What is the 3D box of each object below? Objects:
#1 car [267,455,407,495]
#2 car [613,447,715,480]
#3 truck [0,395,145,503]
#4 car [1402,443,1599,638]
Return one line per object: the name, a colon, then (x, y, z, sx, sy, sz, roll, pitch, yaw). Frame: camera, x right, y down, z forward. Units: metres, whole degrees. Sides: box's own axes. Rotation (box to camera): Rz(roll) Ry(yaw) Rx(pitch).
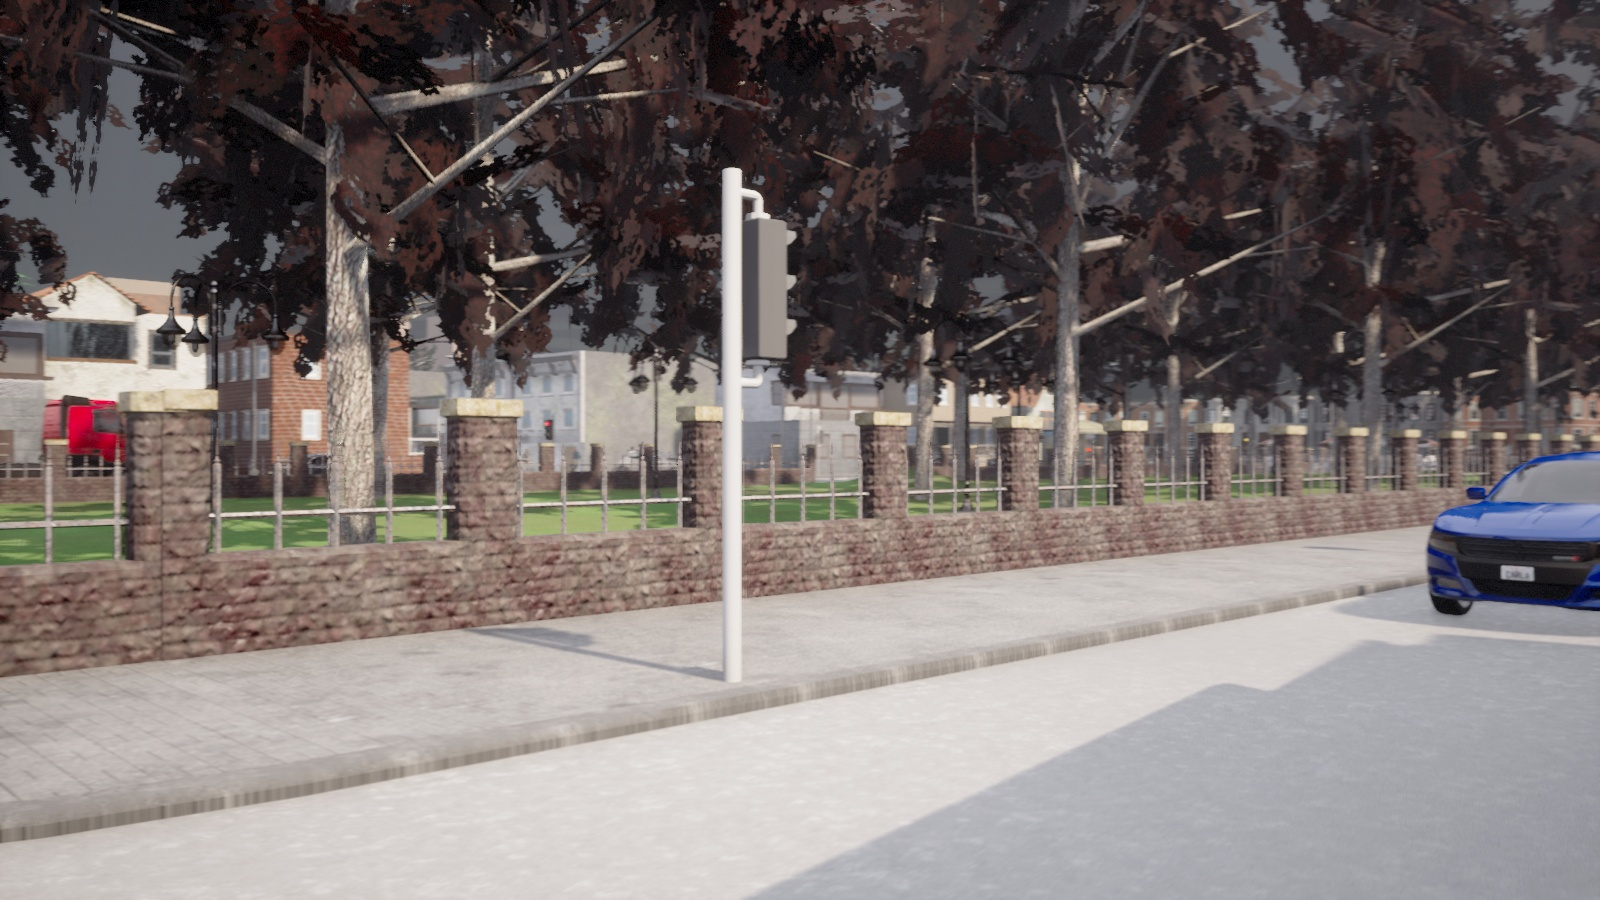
car: (-18.251, 0.945, 49.676, 1.837, 1.490, 4.892, 0, 0, 44)
car: (-7.209, 0.701, 66.598, 5.027, 1.651, 2.152, 0, 0, 27)
truck: (-26.514, -0.018, 41.701, 2.891, 3.462, 7.936, 0, 0, 43)
car: (7.761, 0.711, 12.014, 5.008, 1.535, 1.882, 0, 0, -43)
